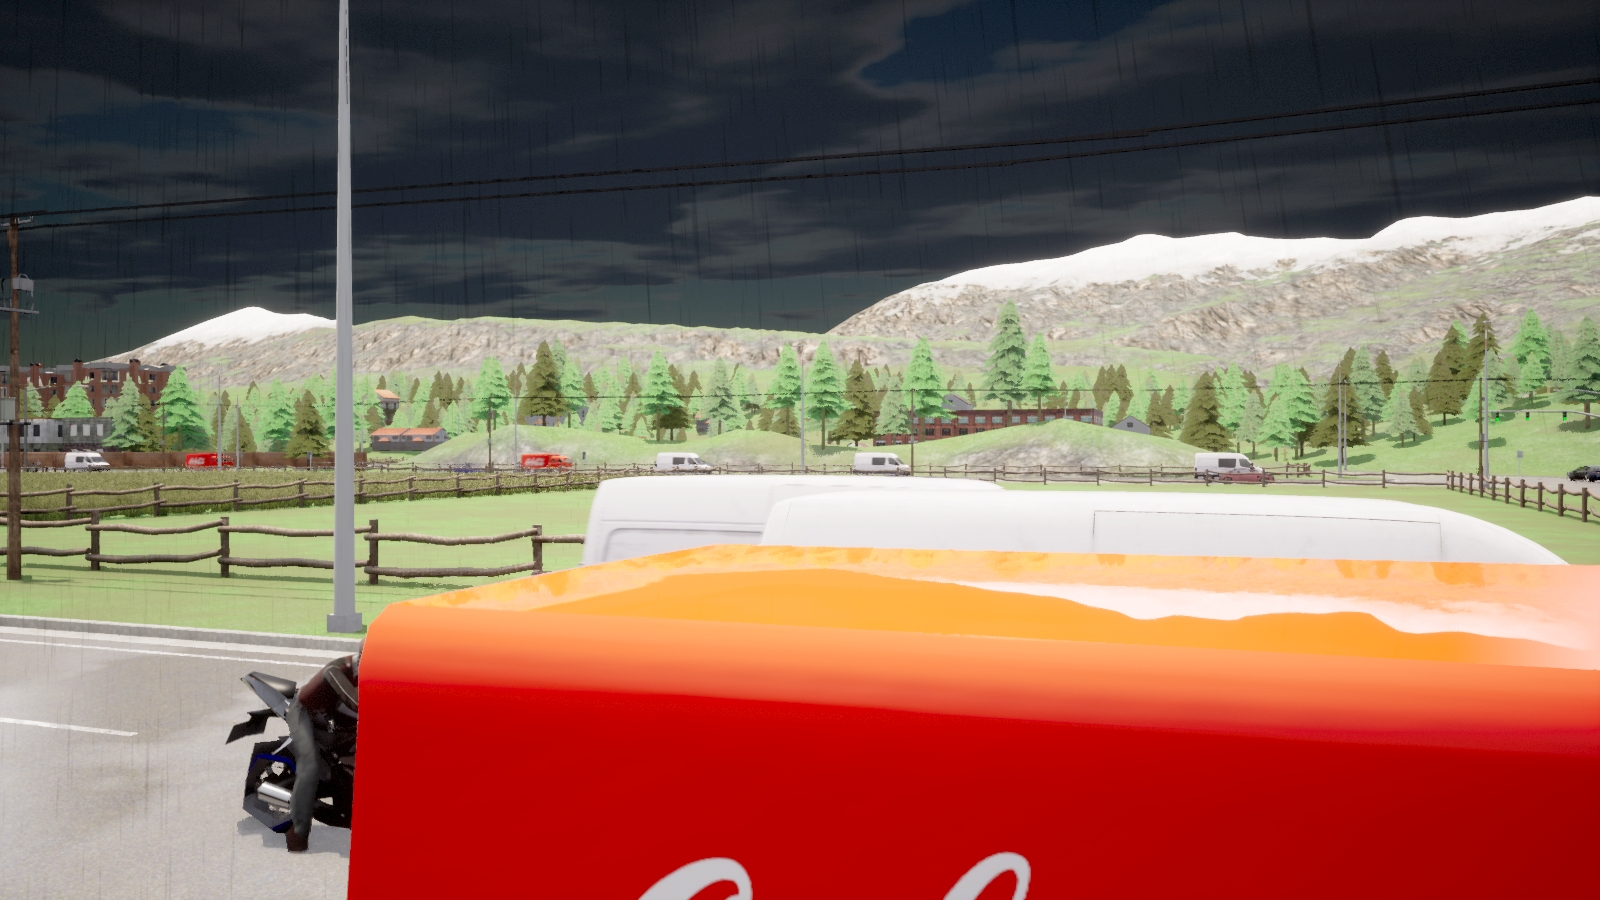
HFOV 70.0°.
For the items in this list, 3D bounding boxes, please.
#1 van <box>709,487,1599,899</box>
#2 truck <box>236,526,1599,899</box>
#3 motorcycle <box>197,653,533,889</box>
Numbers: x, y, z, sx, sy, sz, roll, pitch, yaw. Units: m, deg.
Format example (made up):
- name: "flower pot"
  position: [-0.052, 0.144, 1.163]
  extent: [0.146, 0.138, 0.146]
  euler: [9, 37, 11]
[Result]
- name: "van"
  position: [2.633, 1.535, 6.060]
  extent: [5.915, 2.561, 1.988]
  euler: [0, 0, 20]
- name: "truck"
  position: [1.688, 1.566, 2.755]
  extent: [5.204, 2.467, 2.627]
  euler: [0, 0, 21]
- name: "motorcycle"
  position: [-3.099, 2.209, 8.149]
  extent: [2.209, 1.251, 0.867]
  euler: [0, 0, 20]
